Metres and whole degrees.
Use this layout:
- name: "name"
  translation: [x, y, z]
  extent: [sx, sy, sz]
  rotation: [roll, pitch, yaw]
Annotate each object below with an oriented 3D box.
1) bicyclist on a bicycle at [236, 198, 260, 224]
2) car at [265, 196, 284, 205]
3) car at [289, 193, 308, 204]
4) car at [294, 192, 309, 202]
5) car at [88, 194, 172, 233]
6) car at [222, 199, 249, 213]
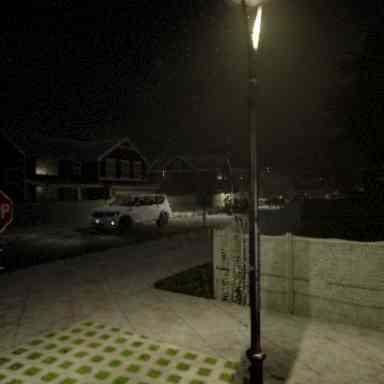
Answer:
- name: "bicyclist on a bicycle"
  translation: [3.345, 1.155, 19.690]
  extent: [1.656, 1.620, 0.582]
  rotation: [-1, 0, 33]
- name: "car"
  translation: [11.461, 1.145, 46.046]
  extent: [1.895, 1.301, 4.718]
  rotation: [0, 1, 25]
- name: "car"
  translation: [14.934, 1.000, 47.034]
  extent: [1.837, 1.490, 4.892]
  rotation: [0, 1, 24]
- name: "car"
  translation: [18.679, 0.852, 56.543]
  extent: [2.128, 1.511, 4.902]
  rotation: [0, 1, 20]
- name: "car"
  translation: [-3.500, 1.157, 19.962]
  extent: [2.150, 2.045, 5.566]
  rotation: [0, 1, 34]
- name: "car"
  translation: [4.725, 1.337, 33.186]
  extent: [1.895, 1.301, 4.718]
  rotation: [0, 1, 29]
